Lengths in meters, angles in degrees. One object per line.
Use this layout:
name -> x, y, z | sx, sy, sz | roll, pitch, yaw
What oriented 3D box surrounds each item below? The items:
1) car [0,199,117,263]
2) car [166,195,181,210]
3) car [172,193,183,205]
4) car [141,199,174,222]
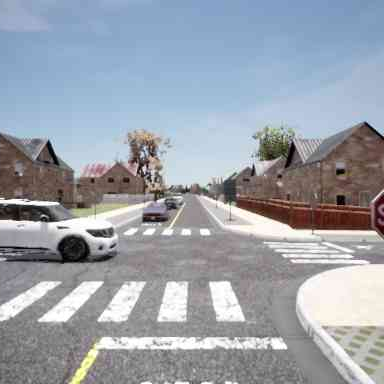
car -> -5.455, 1.286, 11.498 | 5.566, 2.045, 2.150 | 2, -1, 0
car -> -2.842, 1.508, 44.239 | 1.837, 1.490, 4.892 | 0, 0, 0
car -> -2.761, 1.206, 60.779 | 2.150, 2.045, 5.566 | 0, 0, 0
car -> -2.851, 1.550, 26.968 | 2.033, 1.411, 5.357 | 0, 0, 0
